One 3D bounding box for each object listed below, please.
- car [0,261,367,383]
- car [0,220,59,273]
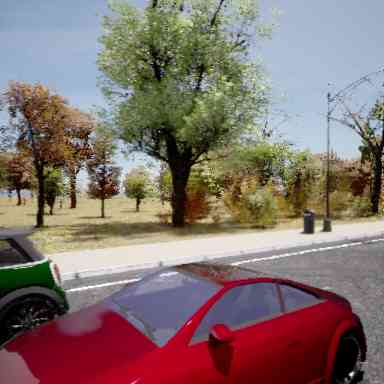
[{"bbox_3d":[0.076,1.563,3.704,4.181,1.385,1.994,0,0,-35],"label":"car"},{"bbox_3d":[-4.226,1.348,4.638,4.553,1.767,2.097,0,0,-35],"label":"car"}]
